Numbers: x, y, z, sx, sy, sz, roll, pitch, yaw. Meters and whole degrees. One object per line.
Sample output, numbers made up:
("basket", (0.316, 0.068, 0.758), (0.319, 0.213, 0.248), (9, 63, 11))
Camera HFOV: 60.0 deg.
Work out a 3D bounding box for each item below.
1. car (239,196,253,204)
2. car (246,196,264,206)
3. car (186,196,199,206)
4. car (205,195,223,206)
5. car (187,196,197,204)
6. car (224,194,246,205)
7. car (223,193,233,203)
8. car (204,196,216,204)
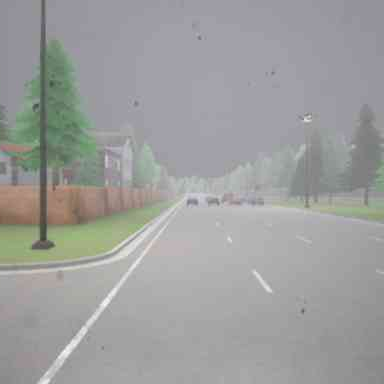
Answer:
("car", (10.512, 1.479, 64.696), (1.994, 1.385, 4.181), (0, 0, 0))
("car", (10.562, 1.417, 54.713), (2.128, 1.511, 4.902), (0, 0, 0))
("car", (0.059, 1.403, 54.316), (1.882, 1.535, 5.008), (0, 0, 0))
("car", (3.564, 1.428, 54.894), (1.837, 1.490, 4.892), (0, 0, 0))
("car", (0.012, 1.477, 64.698), (1.994, 1.385, 4.181), (0, 0, 0))
("car", (7.067, 1.472, 55.103), (2.033, 1.411, 5.357), (0, 0, 0))
("car", (7.012, 1.144, 65.557), (2.150, 2.045, 5.566), (0, 0, 0))
("car", (3.512, 1.460, 64.697), (2.033, 1.411, 5.357), (0, 0, 0))
